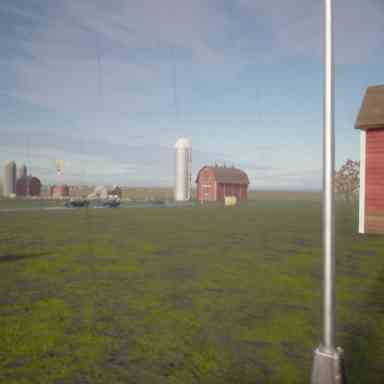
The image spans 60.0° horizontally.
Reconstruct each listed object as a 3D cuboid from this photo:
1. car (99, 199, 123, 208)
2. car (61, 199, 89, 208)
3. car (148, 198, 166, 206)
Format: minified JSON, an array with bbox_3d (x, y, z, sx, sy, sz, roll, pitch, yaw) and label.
[{"bbox_3d":[-15.015,2.130,62.182,1.837,1.490,4.892,1,0,37],"label":"car"},{"bbox_3d":[-20.745,1.969,59.236,1.882,1.535,5.008,1,0,37],"label":"car"},{"bbox_3d":[-7.619,2.178,72.801,1.837,1.490,4.892,1,0,28],"label":"car"}]
